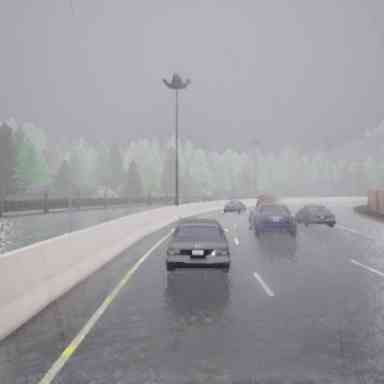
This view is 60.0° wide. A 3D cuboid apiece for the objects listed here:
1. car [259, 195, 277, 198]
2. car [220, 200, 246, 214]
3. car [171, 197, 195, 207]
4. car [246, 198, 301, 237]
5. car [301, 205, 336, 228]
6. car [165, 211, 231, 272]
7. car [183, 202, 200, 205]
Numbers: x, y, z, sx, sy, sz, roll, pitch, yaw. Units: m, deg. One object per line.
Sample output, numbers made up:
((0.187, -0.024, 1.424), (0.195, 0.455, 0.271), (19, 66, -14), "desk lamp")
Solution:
((8.547, 1.344, 37.210), (2.150, 2.045, 5.566), (0, 0, 18), "car")
((4.873, 1.670, 37.363), (2.033, 1.411, 5.357), (0, 0, 18), "car")
((-1.544, 1.682, 58.390), (2.128, 1.511, 4.902), (0, 0, 27), "car")
((4.378, 1.413, 18.575), (2.097, 1.767, 4.553), (0, 0, 6), "car")
((8.507, 1.623, 23.098), (2.033, 1.411, 5.357), (0, 0, 10), "car")
((0.249, 1.584, 10.914), (2.033, 1.411, 5.357), (0, 0, 2), "car")
((1.001, 1.730, 55.761), (2.033, 1.411, 5.357), (0, 0, 27), "car")
